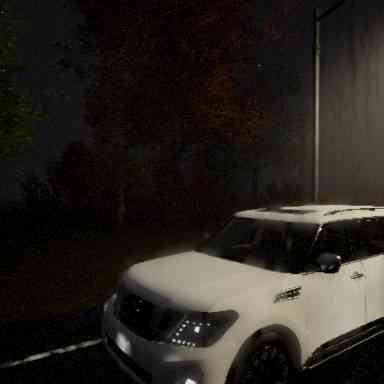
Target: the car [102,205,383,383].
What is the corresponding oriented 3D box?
[{"bbox_3d":[1.545,1.251,5.059,5.566,2.045,2.150,1,0,-35],"label":"car"}]
